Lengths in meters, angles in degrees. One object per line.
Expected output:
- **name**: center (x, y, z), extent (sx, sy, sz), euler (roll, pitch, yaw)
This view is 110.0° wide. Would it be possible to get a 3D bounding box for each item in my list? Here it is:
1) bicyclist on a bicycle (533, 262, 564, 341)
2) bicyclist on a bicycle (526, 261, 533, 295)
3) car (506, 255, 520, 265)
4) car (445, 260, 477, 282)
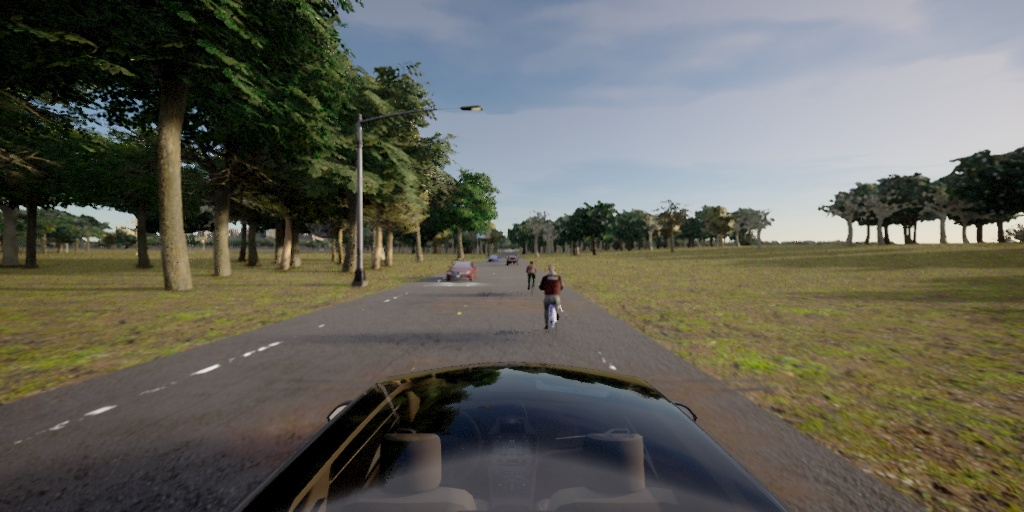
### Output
- **bicyclist on a bicycle**: center (0.960, 1.065, 8.814), extent (0.659, 1.776, 1.843), euler (0, 1, 0)
- **bicyclist on a bicycle**: center (0.959, 1.072, 17.479), extent (0.582, 1.620, 1.656), euler (0, 0, 0)
- **car**: center (0.085, 0.692, 56.446), extent (1.837, 1.490, 4.892), euler (0, 1, 0)
- **car**: center (-3.597, 1.060, 26.257), extent (1.812, 1.442, 4.674), euler (0, 1, 0)
